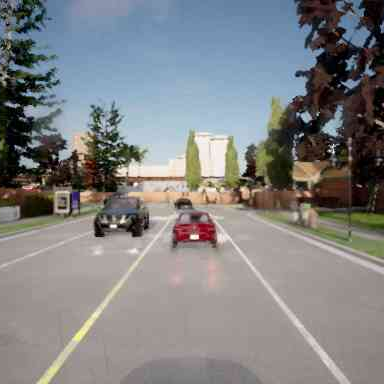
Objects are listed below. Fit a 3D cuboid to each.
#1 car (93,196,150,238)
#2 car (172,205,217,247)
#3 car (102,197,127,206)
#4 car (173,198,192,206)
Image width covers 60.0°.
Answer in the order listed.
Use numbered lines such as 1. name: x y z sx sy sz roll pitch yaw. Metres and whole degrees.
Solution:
1. car: -3.600 1.224 18.030 2.150 2.045 5.566 0 0 0
2. car: 0.099 1.528 14.833 1.812 1.442 4.674 0 0 0
3. car: -13.769 1.615 58.975 2.128 1.511 4.902 1 -1 -42
4. car: -1.179 1.519 42.672 1.837 1.490 4.892 1 0 -12
